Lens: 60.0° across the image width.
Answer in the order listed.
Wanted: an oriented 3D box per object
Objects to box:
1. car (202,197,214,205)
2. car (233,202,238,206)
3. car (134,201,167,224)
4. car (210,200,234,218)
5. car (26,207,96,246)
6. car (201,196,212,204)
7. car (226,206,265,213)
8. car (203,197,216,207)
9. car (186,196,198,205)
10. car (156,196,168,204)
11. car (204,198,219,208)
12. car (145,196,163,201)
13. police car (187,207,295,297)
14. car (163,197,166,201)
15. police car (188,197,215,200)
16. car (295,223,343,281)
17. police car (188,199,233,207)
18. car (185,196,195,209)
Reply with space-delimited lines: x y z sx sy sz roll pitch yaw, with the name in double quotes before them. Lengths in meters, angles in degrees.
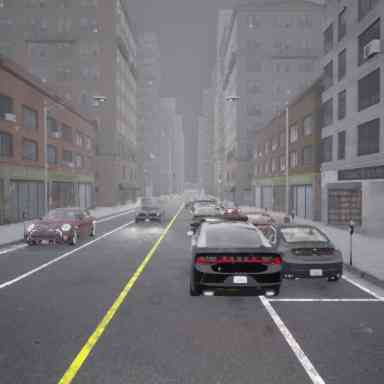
"car" 2.737 1.563 59.096 1.887 1.381 4.507 -1 0 0
"car" 2.743 1.441 26.066 1.967 1.590 4.097 -1 0 0
"car" -3.008 1.601 24.619 1.895 1.301 4.718 0 0 0
"car" 2.743 1.548 31.571 1.887 1.381 4.507 -1 0 0
"car" -5.780 1.439 15.053 1.967 1.590 4.097 -1 0 0
"car" 2.736 1.567 64.602 1.887 1.381 4.507 -1 0 0
"car" 2.747 1.544 15.055 1.887 1.381 4.507 -1 0 0
"car" 2.738 1.559 53.591 1.887 1.381 4.507 -1 0 0
"car" -0.015 1.510 58.960 2.128 1.511 4.902 0 0 0
"car" -5.789 1.567 64.600 1.887 1.381 4.507 -1 0 0
"car" 2.740 1.577 48.086 1.947 1.339 4.313 -1 0 0
"car" -5.787 1.451 48.084 1.967 1.590 4.097 -1 0 0
"police car" 0.896 1.424 8.761 1.930 1.638 5.238 0 0 0
"car" -5.787 1.580 53.590 1.947 1.339 4.313 -1 0 0
"police car" 0.892 1.426 24.762 1.930 1.638 5.238 0 0 0
"car" 2.748 1.549 9.550 2.008 1.369 4.403 -1 0 0
"police car" 0.890 1.425 18.762 1.930 1.638 5.238 0 0 0
"car" -0.001 1.535 45.195 1.812 1.442 4.674 0 0 0
